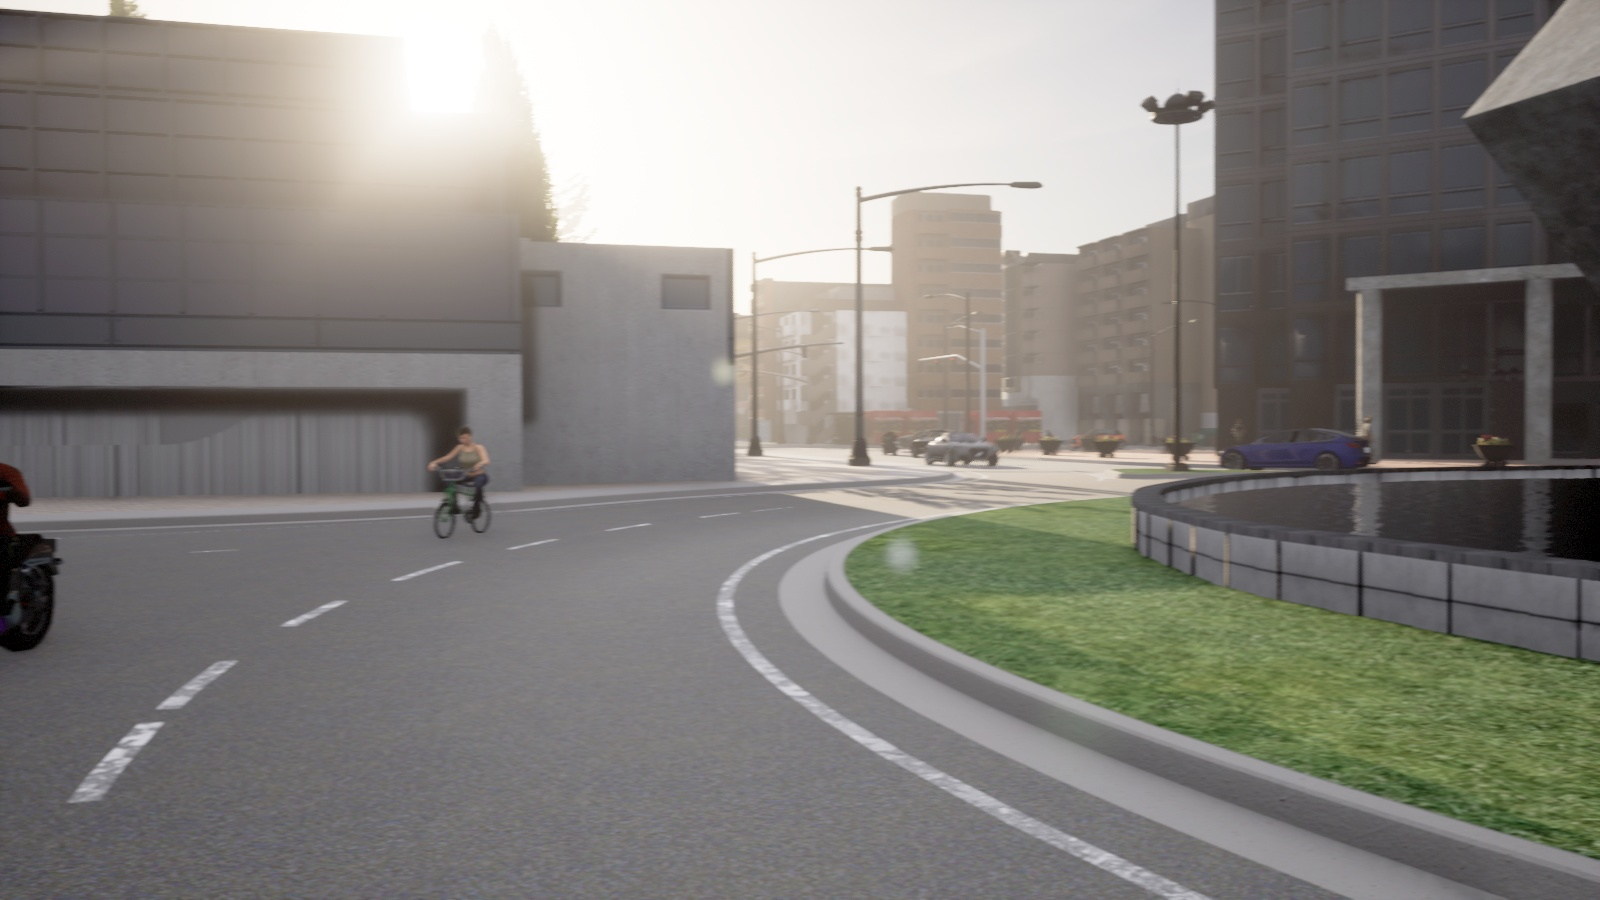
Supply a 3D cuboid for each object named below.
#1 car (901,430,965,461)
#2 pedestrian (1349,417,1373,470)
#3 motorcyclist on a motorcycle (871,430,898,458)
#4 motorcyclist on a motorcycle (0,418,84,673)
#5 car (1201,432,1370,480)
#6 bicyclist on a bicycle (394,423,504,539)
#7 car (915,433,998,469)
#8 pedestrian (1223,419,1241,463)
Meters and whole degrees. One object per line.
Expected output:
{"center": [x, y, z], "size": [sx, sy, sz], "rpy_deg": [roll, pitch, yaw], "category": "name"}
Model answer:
{"center": [6.696, -0.258, 63.448], "size": [1.816, 1.474, 4.193], "rpy_deg": [0, 1, -15], "category": "car"}
{"center": [19.778, -0.236, 44.283], "size": [0.694, 1.848, 0.540], "rpy_deg": [0, 1, 17], "category": "pedestrian"}
{"center": [4.754, -0.370, 70.646], "size": [0.866, 1.530, 2.191], "rpy_deg": [0, 1, -15], "category": "motorcyclist on a motorcycle"}
{"center": [-5.584, 0.614, 8.207], "size": [0.766, 1.649, 2.350], "rpy_deg": [0, 1, -9], "category": "motorcyclist on a motorcycle"}
{"center": [16.066, 0.141, 41.685], "size": [4.792, 1.488, 2.163], "rpy_deg": [1, 1, 41], "category": "car"}
{"center": [-5.097, 0.423, 18.330], "size": [0.866, 1.612, 1.509], "rpy_deg": [1, 1, 16], "category": "bicyclist on a bicycle"}
{"center": [6.322, 0.008, 51.137], "size": [1.994, 1.385, 4.181], "rpy_deg": [0, 1, -14], "category": "car"}
{"center": [19.103, -0.408, 55.520], "size": [0.396, 1.930, 0.692], "rpy_deg": [0, 1, -23], "category": "pedestrian"}
